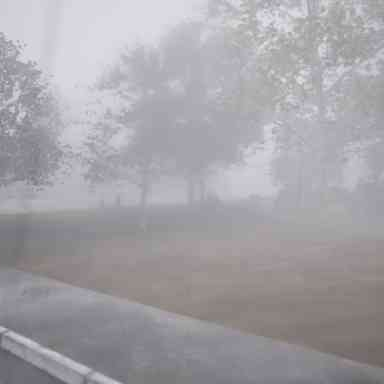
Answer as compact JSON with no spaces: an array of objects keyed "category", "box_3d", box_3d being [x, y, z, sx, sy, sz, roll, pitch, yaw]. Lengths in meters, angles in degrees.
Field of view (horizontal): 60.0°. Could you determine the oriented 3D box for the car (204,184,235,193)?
[{"category":"car","box_3d":[4.554,-0.573,56.110,5.357,1.411,2.033,-3,3,-26]}]
